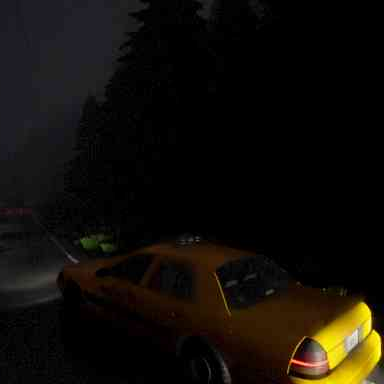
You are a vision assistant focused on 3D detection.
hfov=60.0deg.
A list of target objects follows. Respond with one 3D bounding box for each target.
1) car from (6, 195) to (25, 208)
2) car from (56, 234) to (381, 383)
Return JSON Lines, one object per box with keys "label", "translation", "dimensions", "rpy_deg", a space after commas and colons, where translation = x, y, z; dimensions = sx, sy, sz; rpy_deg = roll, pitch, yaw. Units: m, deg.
{"label": "car", "translation": [-21.192, 1.060, 40.013], "dimensions": [2.128, 1.511, 4.902], "rpy_deg": [-2, 2, -27]}
{"label": "car", "translation": [-0.252, 1.418, 5.070], "dimensions": [5.366, 1.575, 1.801], "rpy_deg": [1, 1, 44]}
